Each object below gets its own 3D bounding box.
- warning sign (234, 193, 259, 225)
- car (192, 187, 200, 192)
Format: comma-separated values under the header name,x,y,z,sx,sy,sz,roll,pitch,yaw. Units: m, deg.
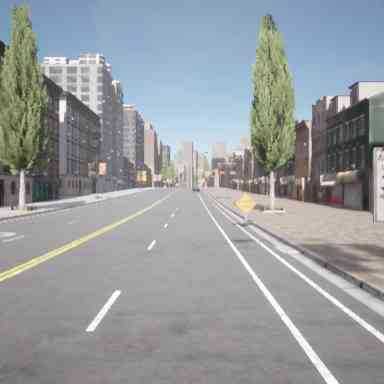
name,x,y,z,sx,sy,sz,roll,pitch,yaw
warning sign,3.212,0.979,19.832,1.300,1.860,1.060,-1,0,0
car,1.138,-0.630,89.811,1.882,1.535,5.008,0,2,0
